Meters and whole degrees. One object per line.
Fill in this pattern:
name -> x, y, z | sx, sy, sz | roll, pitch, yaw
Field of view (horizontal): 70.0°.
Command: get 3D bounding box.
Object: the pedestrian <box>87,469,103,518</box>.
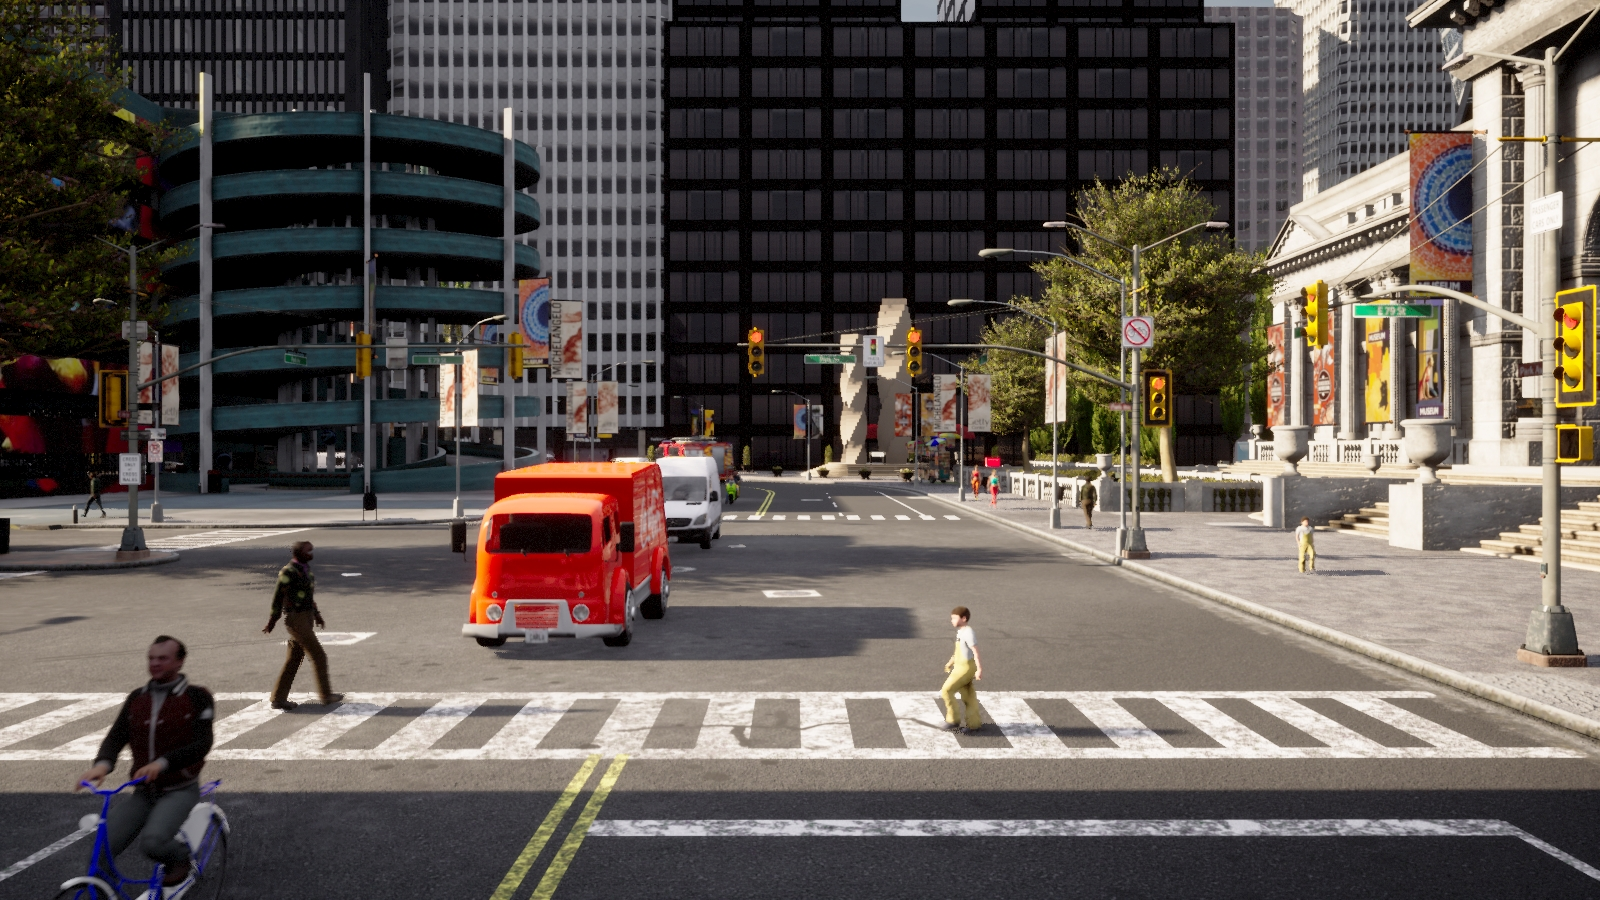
pedestrian -> -27.027, 1.679, 43.807 | 0.375, 1.860, 0.375 | 0, 0, 7

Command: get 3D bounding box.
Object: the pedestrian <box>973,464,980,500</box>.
pedestrian -> 9.281, 1.672, 60.105 | 0.375, 1.860, 0.375 | 0, 0, 7

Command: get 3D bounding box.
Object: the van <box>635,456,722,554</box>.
van -> -3.499, 1.518, 34.074 | 1.988, 2.561, 5.915 | 0, 1, 0

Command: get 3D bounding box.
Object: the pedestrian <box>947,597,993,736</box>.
pedestrian -> 1.677, 2.124, 11.278 | 0.375, 1.300, 0.375 | 0, 0, -5

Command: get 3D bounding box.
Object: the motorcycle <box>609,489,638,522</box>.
motorcycle -> -6.911, 2.165, 44.849 | 0.856, 1.236, 1.805 | 0, 0, 0

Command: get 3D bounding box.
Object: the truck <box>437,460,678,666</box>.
truck -> -3.491, 1.526, 17.768 | 2.627, 2.467, 5.204 | 0, 3, 0

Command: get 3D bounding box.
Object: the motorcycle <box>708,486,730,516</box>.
motorcycle -> -3.451, 2.163, 48.919 | 0.856, 1.236, 1.805 | 0, 0, -1

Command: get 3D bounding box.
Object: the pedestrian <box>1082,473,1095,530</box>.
pedestrian -> 9.466, 1.681, 37.481 | 0.375, 1.860, 0.375 | 0, 0, 8

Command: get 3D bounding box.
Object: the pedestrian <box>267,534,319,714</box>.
pedestrian -> -5.408, 1.844, 12.200 | 0.375, 1.860, 0.375 | 0, 0, 3

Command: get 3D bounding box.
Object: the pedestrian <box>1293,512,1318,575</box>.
pedestrian -> 10.664, 1.967, 24.107 | 0.375, 1.300, 0.375 | 0, 0, 2

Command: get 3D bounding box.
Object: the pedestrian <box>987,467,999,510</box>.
pedestrian -> 8.451, 1.677, 50.051 | 0.375, 1.860, 0.375 | 0, 0, -11
